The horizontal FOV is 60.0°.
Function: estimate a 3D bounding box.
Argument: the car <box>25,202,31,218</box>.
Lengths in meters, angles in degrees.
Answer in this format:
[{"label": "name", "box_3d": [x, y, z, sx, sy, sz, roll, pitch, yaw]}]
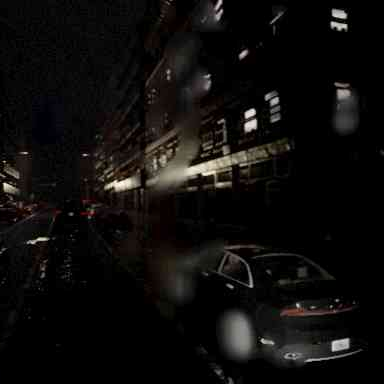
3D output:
[{"label": "car", "box_3d": [-18.312, 1.916, 34.173, 2.192, 1.841, 5.009, 1, -1, -21]}]

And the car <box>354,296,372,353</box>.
[{"label": "car", "box_3d": [2.966, 1.521, 0.815, 1.887, 1.381, 4.507, 1, -1, -21]}]

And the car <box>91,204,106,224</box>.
[{"label": "car", "box_3d": [-6.966, 1.920, 26.621, 1.887, 1.381, 4.507, 1, -1, -21]}]

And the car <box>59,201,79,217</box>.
[{"label": "car", "box_3d": [-14.723, 1.979, 39.817, 2.097, 1.767, 4.553, 0, -1, -21]}]

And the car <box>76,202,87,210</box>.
[{"label": "car", "box_3d": [-20.904, 2.584, 62.738, 1.802, 1.307, 4.206, 1, -1, -21]}]

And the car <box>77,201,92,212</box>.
[{"label": "car", "box_3d": [-16.930, 2.254, 52.418, 1.967, 1.590, 4.097, 1, -1, -21]}]

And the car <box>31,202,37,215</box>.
[{"label": "car", "box_3d": [-22.288, 2.344, 44.491, 1.947, 1.339, 4.313, 1, -1, -21]}]

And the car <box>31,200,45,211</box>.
[{"label": "car", "box_3d": [-28.244, 2.372, 59.976, 2.192, 1.841, 5.009, 1, -1, -21]}]

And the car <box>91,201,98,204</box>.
[{"label": "car", "box_3d": [-8.945, 1.900, 31.788, 1.967, 1.590, 4.097, 1, -1, -21]}]

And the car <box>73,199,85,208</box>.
[{"label": "car", "box_3d": [-24.876, 2.513, 73.067, 2.192, 1.841, 5.009, 1, -1, -21]}]

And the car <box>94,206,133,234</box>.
[{"label": "car", "box_3d": [-4.980, 1.836, 21.460, 1.887, 1.381, 4.507, 1, -1, -21]}]

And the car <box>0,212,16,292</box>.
[{"label": "car", "box_3d": [-4.923, 1.476, 6.424, 2.097, 1.767, 4.553, 0, -1, -22]}]

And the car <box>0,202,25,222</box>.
[{"label": "car", "box_3d": [-16.326, 1.831, 29.013, 2.192, 1.841, 5.009, 1, -1, -21]}]

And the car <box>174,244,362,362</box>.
[{"label": "car", "box_3d": [0.979, 1.603, 5.977, 2.008, 1.369, 4.403, 1, -1, -21]}]

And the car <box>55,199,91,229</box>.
[{"label": "car", "box_3d": [-9.024, 1.603, 24.955, 2.150, 2.045, 5.566, 0, 0, -19]}]
